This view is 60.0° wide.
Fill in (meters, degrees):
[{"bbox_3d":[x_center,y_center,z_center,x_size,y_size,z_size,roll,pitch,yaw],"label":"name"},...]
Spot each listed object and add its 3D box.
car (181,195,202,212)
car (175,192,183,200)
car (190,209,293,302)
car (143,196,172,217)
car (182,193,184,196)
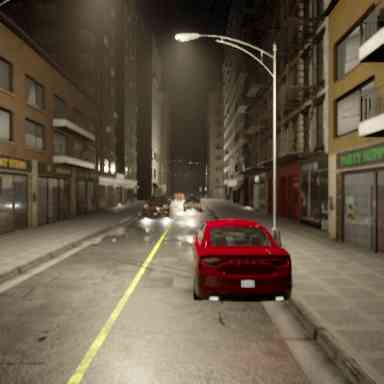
[{"bbox_3d":[0.074,1.312,34.421,1.895,1.301,4.718,0,0,0],"label":"car"},{"bbox_3d":[-2.744,0.770,74.177,2.097,1.767,4.553,0,0,0],"label":"car"},{"bbox_3d":[0.963,1.406,8.197,1.882,1.535,5.008,0,0,0],"label":"car"},{"bbox_3d":[-2.846,1.113,28.137,2.097,1.767,4.553,0,0,0],"label":"car"},{"bbox_3d":[0.030,1.106,46.707,2.128,1.511,4.902,0,0,0],"label":"car"}]
